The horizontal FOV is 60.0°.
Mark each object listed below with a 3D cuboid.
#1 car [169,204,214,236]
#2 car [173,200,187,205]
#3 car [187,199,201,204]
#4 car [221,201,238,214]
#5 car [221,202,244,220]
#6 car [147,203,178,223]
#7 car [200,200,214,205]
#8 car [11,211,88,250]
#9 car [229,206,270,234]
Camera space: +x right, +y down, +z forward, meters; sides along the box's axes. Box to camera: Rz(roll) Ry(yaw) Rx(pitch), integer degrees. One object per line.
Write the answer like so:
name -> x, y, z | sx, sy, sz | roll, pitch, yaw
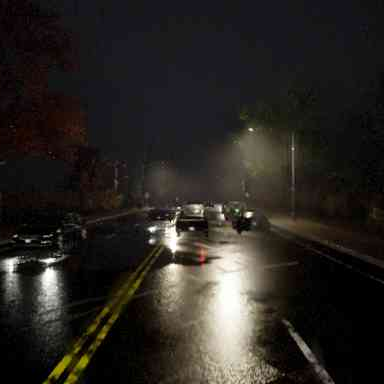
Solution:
car -> 0.105, 1.732, 19.996 | 2.128, 1.511, 4.902 | 0, 0, 3
car -> -2.857, 2.292, 68.455 | 2.033, 1.411, 5.357 | 0, 0, 5
car -> 0.848, 2.396, 76.889 | 2.033, 1.411, 5.357 | 1, -2, -43
car -> 4.777, 1.965, 42.930 | 1.882, 1.535, 5.008 | 0, -1, 4
car -> 4.137, 1.724, 31.995 | 2.097, 1.767, 4.553 | 0, -1, 3
car -> -2.606, 1.902, 28.817 | 1.994, 1.385, 4.181 | 0, -1, 3
car -> 3.162, 2.288, 62.387 | 1.895, 1.301, 4.718 | 0, -1, 6
car -> -6.343, 1.690, 15.394 | 1.837, 1.490, 4.892 | 0, -1, 2
car -> 3.670, 1.816, 21.109 | 1.994, 1.385, 4.181 | 0, -1, 2
